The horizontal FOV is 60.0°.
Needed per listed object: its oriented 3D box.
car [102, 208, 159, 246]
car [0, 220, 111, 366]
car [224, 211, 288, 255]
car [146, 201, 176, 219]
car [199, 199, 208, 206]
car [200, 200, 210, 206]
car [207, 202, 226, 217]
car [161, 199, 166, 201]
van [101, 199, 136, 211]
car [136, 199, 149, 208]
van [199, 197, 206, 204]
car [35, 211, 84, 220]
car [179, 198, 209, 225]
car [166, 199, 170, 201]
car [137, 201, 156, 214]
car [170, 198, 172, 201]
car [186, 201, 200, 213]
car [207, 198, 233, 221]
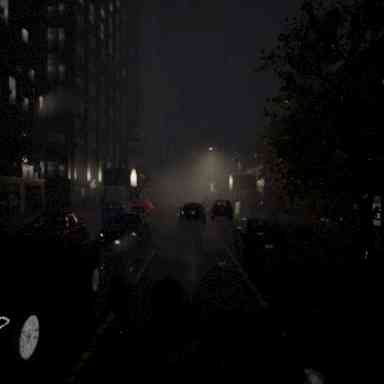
[{"bbox_3d":[-3.070,1.719,16.403,2.033,1.411,5.357,0,-1,0],"label":"car"},{"bbox_3d":[-3.097,1.542,6.089,1.882,1.535,5.008,0,-1,0],"label":"car"},{"bbox_3d":[2.686,1.696,13.793,2.008,1.369,4.403,-1,-1,0],"label":"car"},{"bbox_3d":[-3.048,1.902,34.072,2.033,1.411,5.357,0,-1,0],"label":"car"},{"bbox_3d":[2.651,2.363,75.404,1.802,1.307,4.206,-1,-1,0],"label":"car"},{"bbox_3d":[2.652,2.290,69.870,1.947,1.339,4.313,-1,-1,0],"label":"car"},{"bbox_3d":[2.665,1.908,36.836,1.752,1.417,4.829,-1,-1,0],"label":"car"},{"bbox_3d":[-5.722,2.097,53.276,1.887,1.381,4.507,-1,-1,0],"label":"car"},{"bbox_3d":[-5.714,1.608,25.605,1.690,1.788,3.998,-1,-1,0],"label":"van"},{"bbox_3d":[-5.718,1.696,36.674,2.192,1.841,5.009,-1,-1,0],"label":"car"},{"bbox_3d":[2.643,2.236,86.475,1.690,1.788,3.998,-1,-1,0],"label":"van"},{"bbox_3d":[-5.720,1.585,13.808,1.967,1.590,4.097,-1,-1,0],"label":"car"},{"bbox_3d":[0.077,1.635,27.208,2.097,1.767,4.553,0,-1,0],"label":"car"},{"bbox_3d":[-5.726,2.190,64.175,1.752,1.417,4.829,-1,-1,0],"label":"car"},{"bbox_3d":[-5.718,1.962,42.037,1.752,1.417,4.829,-1,-1,0],"label":"car"},{"bbox_3d":[-5.728,2.247,69.709,1.752,1.417,4.829,-1,-1,0],"label":"car"},{"bbox_3d":[0.072,1.996,45.305,1.812,1.442,4.674,0,-1,0],"label":"car"},{"bbox_3d":[2.663,1.639,31.134,2.192,1.841,5.009,-1,-1,0],"label":"car"}]
